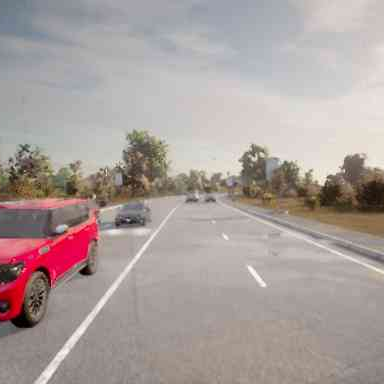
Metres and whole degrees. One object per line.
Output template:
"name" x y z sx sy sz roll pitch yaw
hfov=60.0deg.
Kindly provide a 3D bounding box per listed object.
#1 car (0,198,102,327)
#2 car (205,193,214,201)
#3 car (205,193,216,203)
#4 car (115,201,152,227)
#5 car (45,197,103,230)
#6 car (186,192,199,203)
"car" -3.665 1.196 7.335 2.150 2.045 5.566 0 1 -1
"car" 3.738 1.039 70.920 1.812 1.442 4.674 0 0 3
"car" 3.384 1.264 60.712 1.895 1.301 4.718 0 0 2
"car" -3.784 1.403 22.131 1.837 1.490 4.892 0 1 0
"car" -7.278 1.276 21.085 2.097 1.767 4.553 0 0 0
"car" -0.117 1.227 60.739 2.033 1.411 5.357 0 0 2
